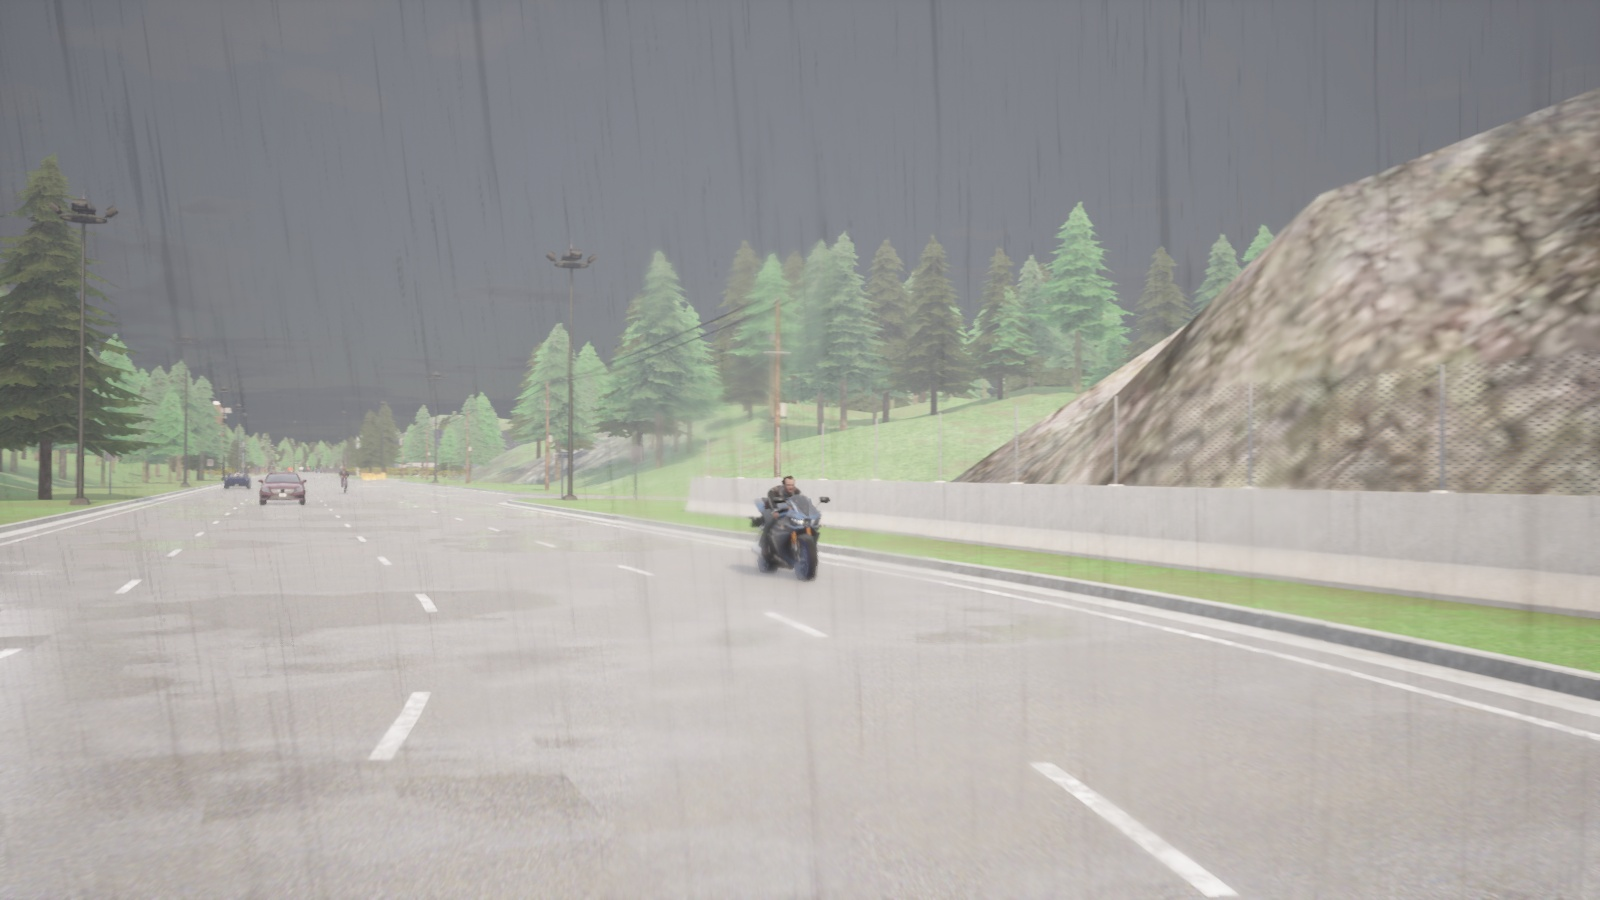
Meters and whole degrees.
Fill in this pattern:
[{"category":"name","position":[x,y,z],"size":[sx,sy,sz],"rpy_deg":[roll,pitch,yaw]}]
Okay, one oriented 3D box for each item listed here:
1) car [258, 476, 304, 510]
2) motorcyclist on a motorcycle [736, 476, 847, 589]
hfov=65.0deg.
[{"category":"car","position":[-22.997,1.884,55.720],"size":[1.812,1.442,4.674],"rpy_deg":[0,-1,-22]},{"category":"motorcyclist on a motorcycle","position":[-0.160,1.158,18.374],"size":[0.866,1.530,2.191],"rpy_deg":[0,-1,-22]}]
